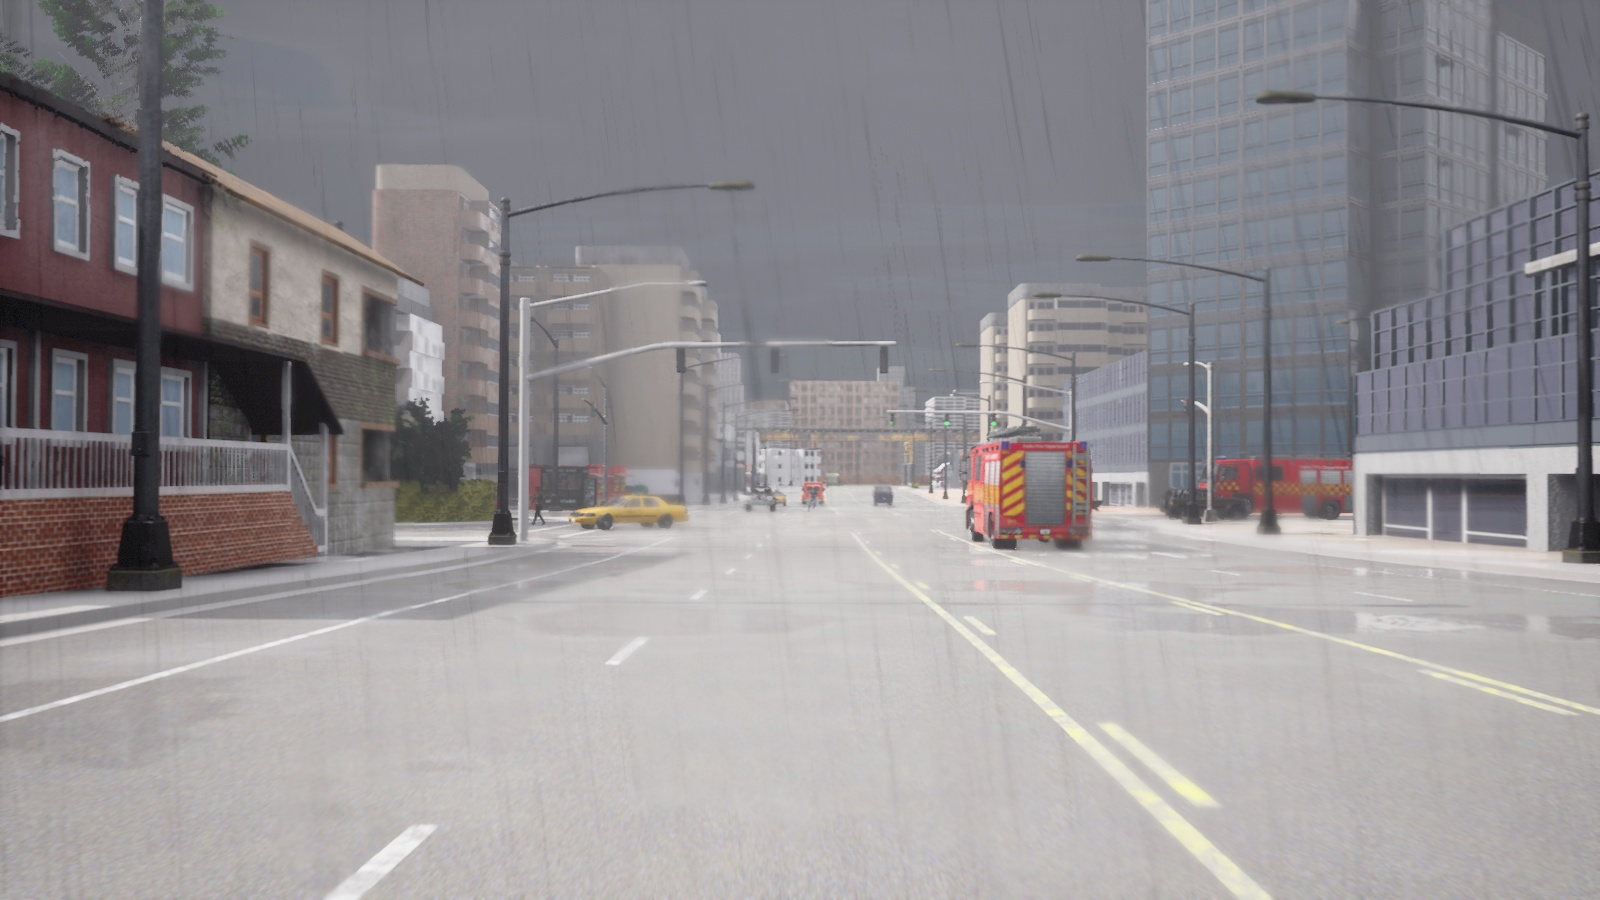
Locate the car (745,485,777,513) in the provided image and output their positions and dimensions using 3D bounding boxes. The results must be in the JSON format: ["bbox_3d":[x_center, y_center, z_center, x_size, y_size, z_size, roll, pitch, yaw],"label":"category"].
[{"bbox_3d":[-2.621,3.270,84.571,1.932,1.855,4.605,0,-2,1],"label":"car"}]

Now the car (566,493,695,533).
[{"bbox_3d":[-7.327,2.692,54.614,5.366,1.575,1.801,1,-2,-37],"label":"car"}]

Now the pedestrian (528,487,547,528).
[{"bbox_3d":[-11.827,2.573,56.636,0.328,1.805,0.869,-1,-1,31],"label":"pedestrian"}]

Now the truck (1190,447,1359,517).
[{"bbox_3d":[26.737,1.790,71.032,8.468,3.827,2.891,0,-1,1],"label":"truck"}]

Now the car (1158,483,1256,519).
[{"bbox_3d":[21.875,2.724,67.640,4.605,1.855,1.932,0,-1,-1],"label":"car"}]

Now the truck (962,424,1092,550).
[{"bbox_3d":[7.451,1.224,42.433,2.891,3.827,8.468,0,-1,1],"label":"truck"}]
